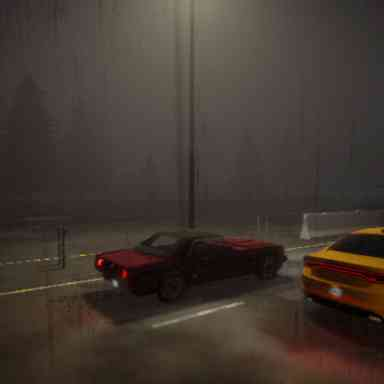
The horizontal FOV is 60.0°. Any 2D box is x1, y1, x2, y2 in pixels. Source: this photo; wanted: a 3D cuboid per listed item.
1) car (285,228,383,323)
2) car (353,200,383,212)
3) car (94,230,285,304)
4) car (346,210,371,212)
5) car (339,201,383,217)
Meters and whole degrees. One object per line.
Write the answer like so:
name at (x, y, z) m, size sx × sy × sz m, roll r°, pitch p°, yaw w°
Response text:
car at (4.385, 1.492, 6.937) m, size 5.008 × 1.535 × 1.882 m, roll 0°, pitch 0°, yaw -36°
car at (21.720, 1.681, 40.262) m, size 4.718 × 1.301 × 1.895 m, roll 0°, pitch 0°, yaw -34°
car at (0.190, 1.612, 8.229) m, size 4.718 × 1.301 × 1.895 m, roll 0°, pitch 0°, yaw -36°
car at (13.614, 1.577, 26.313) m, size 4.674 × 1.442 × 1.812 m, roll 0°, pitch 0°, yaw -34°
car at (17.073, 1.612, 32.904) m, size 5.357 × 1.411 × 2.033 m, roll 0°, pitch 0°, yaw -34°
